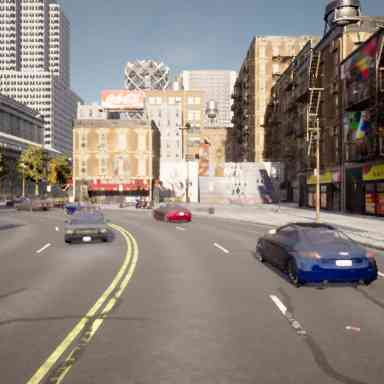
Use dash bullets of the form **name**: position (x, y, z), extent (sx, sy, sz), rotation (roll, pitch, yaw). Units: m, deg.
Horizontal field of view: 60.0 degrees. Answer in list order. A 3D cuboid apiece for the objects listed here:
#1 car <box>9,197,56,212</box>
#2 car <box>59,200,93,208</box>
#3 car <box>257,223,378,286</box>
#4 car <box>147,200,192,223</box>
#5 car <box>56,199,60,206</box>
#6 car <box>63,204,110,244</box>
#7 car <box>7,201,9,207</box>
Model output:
- **car**: position (-19.080, 1.552, 39.672), extent (5.357, 1.411, 2.033), rotation (0, 0, 32)
- **car**: position (-11.083, 1.604, 33.129), extent (1.895, 1.301, 4.718), rotation (0, 0, -44)
- **car**: position (3.259, 1.565, 9.474), extent (1.994, 1.385, 4.181), rotation (0, 0, -4)
- **car**: position (-1.695, 1.567, 26.155), extent (1.994, 1.385, 4.181), rotation (0, 0, -27)
- **car**: position (-20.435, 1.600, 48.153), extent (4.718, 1.301, 1.895), rotation (0, 0, 30)
- **car**: position (-5.106, 1.549, 16.296), extent (2.033, 1.411, 5.357), rotation (0, 0, -17)
- **car**: position (-25.738, 1.525, 50.326), extent (4.674, 1.452, 2.002), rotation (0, 0, 20)
